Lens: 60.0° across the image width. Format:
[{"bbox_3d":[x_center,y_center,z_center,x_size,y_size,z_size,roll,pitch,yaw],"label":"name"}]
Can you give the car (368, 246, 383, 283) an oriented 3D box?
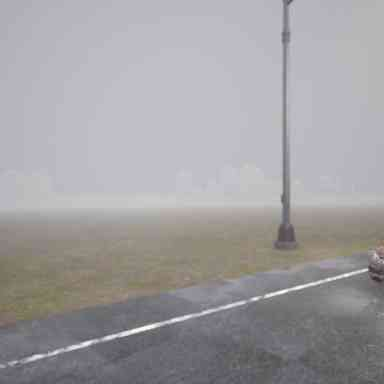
[{"bbox_3d":[6.385,1.502,8.456,4.674,1.442,1.812,0,0,-35],"label":"car"}]
